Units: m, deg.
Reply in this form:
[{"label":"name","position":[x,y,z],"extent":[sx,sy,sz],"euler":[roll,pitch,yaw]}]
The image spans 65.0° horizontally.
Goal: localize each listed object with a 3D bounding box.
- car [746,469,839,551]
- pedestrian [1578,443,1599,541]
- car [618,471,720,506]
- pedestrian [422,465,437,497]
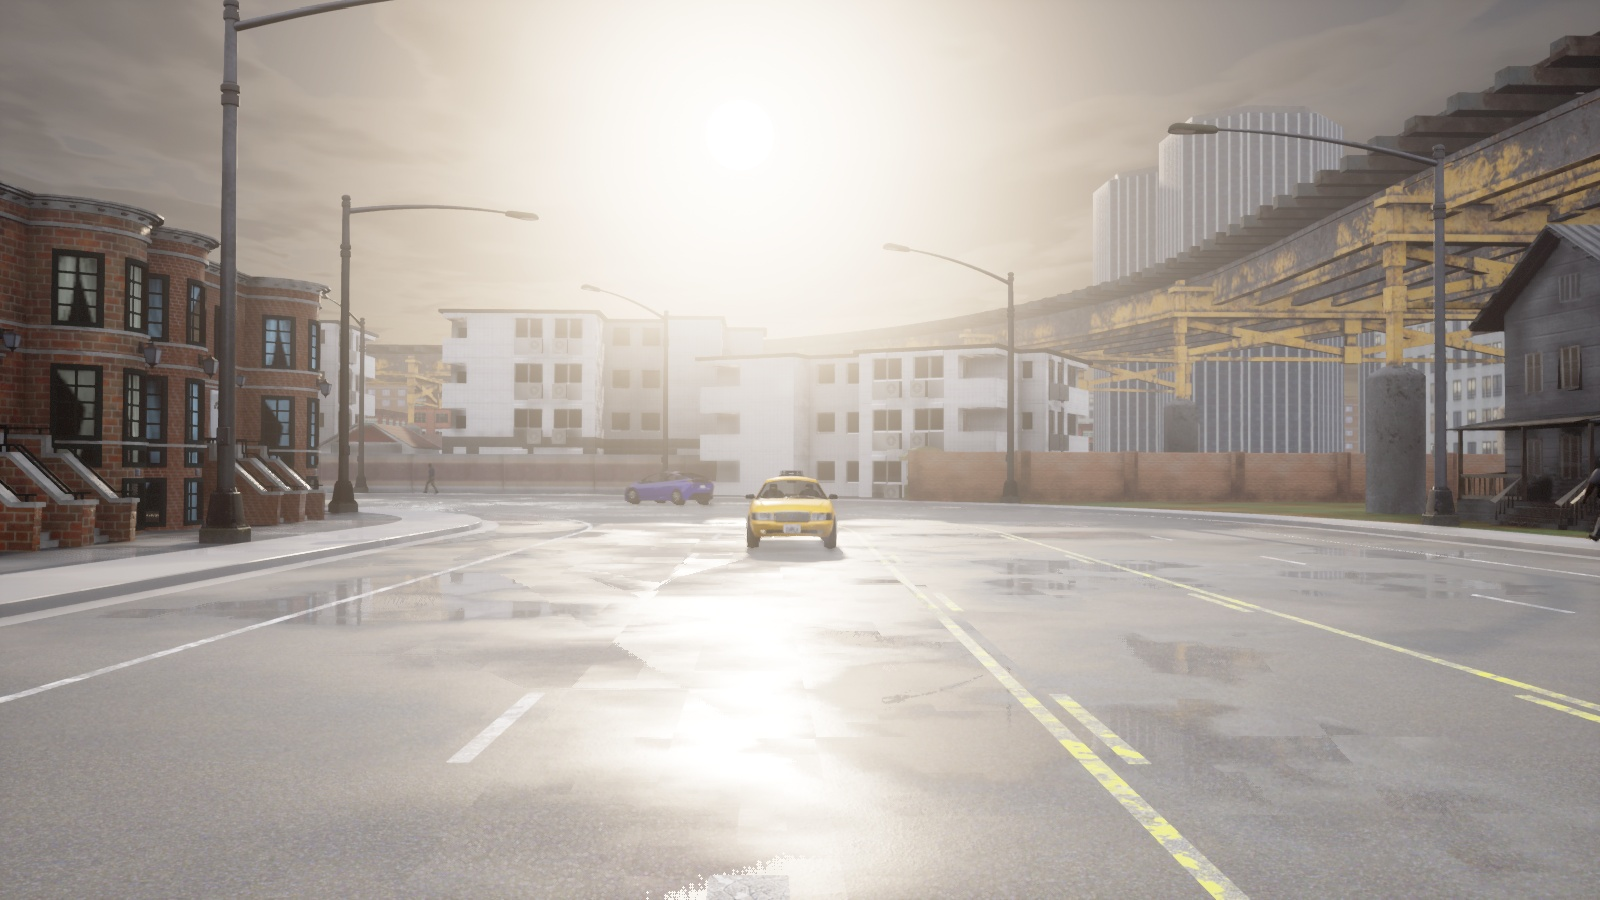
[{"label":"car","position":[-0.175,1.206,26.944],"extent":[1.801,1.575,5.366],"euler":[0,-1,-1]},{"label":"pedestrian","position":[15.690,0.815,24.380],"extent":[0.563,1.883,0.849],"euler":[0,-1,-5]},{"label":"car","position":[-5.979,1.739,56.904],"extent":[4.514,1.525,2.007],"euler":[-1,-1,40]},{"label":"pedestrian","position":[-21.142,1.756,71.724],"extent":[0.726,1.835,0.370],"euler":[0,-1,7]}]
